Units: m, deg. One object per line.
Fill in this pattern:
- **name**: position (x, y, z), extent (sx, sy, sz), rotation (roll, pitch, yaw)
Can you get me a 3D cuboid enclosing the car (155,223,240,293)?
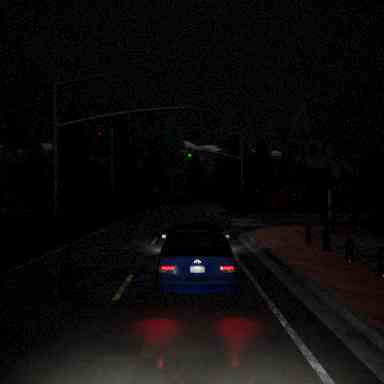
- **car**: position (0.102, 1.548, 8.965), extent (2.033, 1.411, 5.357), rotation (0, 0, 0)
